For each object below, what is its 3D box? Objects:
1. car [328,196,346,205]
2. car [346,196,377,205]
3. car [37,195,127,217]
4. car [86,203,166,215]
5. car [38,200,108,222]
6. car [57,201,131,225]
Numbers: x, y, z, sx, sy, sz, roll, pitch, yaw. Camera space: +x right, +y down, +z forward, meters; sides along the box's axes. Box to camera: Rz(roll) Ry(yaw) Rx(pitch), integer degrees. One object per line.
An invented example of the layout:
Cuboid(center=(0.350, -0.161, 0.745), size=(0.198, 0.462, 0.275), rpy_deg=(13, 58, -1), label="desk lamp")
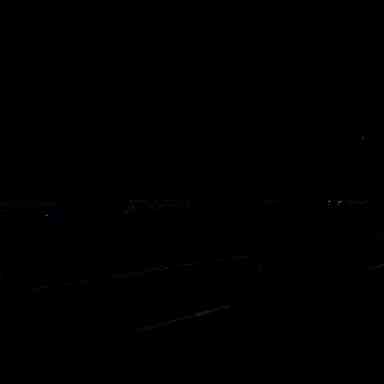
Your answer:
Cuboid(center=(22.552, 1.427, 50.124), size=(4.553, 1.767, 2.097), rpy_deg=(0, 0, -35), label="car")
Cuboid(center=(24.438, 1.551, 47.177), size=(5.008, 1.535, 1.882), rpy_deg=(0, 0, -35), label="car")
Cuboid(center=(-6.600, 1.216, 20.779), size=(5.566, 2.045, 2.150), rpy_deg=(0, 0, -35), label="car")
Cuboid(center=(-3.258, 1.520, 18.863), size=(4.674, 1.442, 1.812), rpy_deg=(0, 0, -35), label="car")
Cuboid(center=(-9.660, 1.472, 27.193), size=(5.008, 1.535, 1.882), rpy_deg=(0, 0, -35), label="car")
Cuboid(center=(-7.186, 1.499, 24.658), size=(4.892, 1.490, 1.837), rpy_deg=(0, 0, -35), label="car")
